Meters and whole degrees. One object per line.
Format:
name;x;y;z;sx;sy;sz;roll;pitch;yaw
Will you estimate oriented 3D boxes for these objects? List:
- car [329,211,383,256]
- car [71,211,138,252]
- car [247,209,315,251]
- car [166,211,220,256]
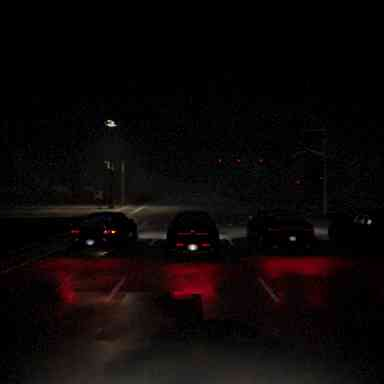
car;7.041;1.487;13.039;2.128;1.511;4.902;0;0;0
car;-3.453;1.520;13.660;1.812;1.442;4.674;0;0;0
car;3.551;1.472;14.119;1.882;1.535;5.008;0;0;0
car;0.044;1.501;13.059;1.837;1.490;4.892;0;0;0
